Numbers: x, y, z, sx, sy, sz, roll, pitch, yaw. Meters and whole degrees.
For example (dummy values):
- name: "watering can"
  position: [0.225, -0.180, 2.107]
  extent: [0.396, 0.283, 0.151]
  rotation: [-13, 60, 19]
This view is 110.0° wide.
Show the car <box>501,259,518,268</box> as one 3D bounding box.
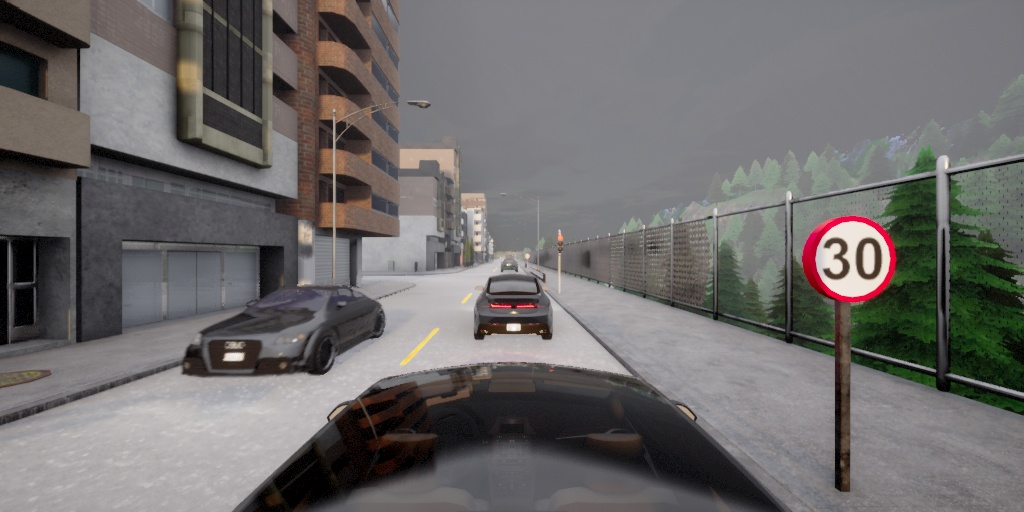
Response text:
- name: "car"
  position: [-0.330, 1.101, 45.302]
  extent: [2.097, 1.767, 4.553]
  rotation: [0, 0, -1]

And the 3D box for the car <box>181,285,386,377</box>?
- name: "car"
  position: [-4.139, 1.314, 7.318]
  extent: [1.994, 1.385, 4.181]
  rotation: [0, 0, 0]

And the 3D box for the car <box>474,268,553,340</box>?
- name: "car"
  position: [0.015, 1.255, 9.957]
  extent: [1.837, 1.490, 4.892]
  rotation: [0, 0, 0]
